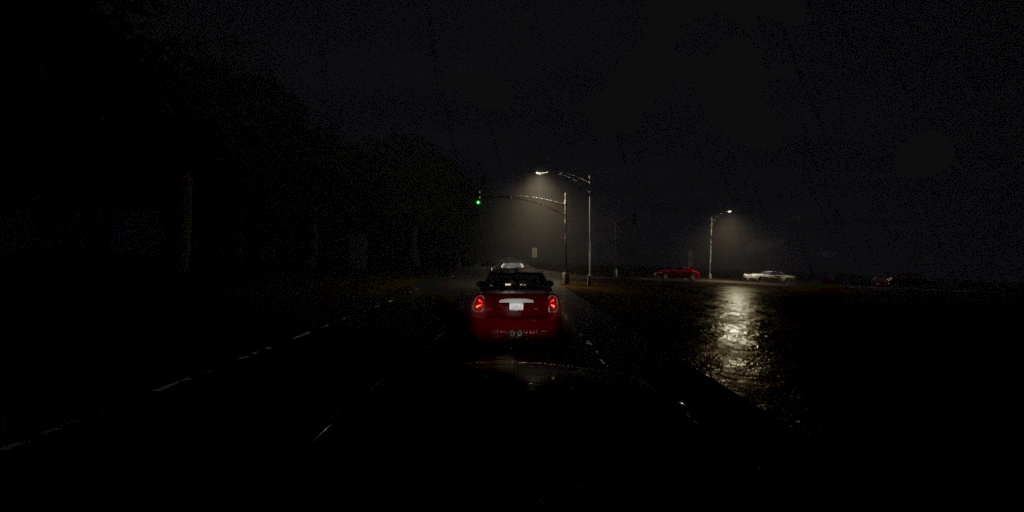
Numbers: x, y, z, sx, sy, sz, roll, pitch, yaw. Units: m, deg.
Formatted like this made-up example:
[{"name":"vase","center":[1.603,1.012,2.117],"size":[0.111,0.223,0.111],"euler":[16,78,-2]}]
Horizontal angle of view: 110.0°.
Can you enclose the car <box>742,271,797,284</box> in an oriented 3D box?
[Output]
[{"name":"car","center":[27.457,2.233,38.383],"size":[4.718,1.301,1.895],"euler":[2,0,0]}]

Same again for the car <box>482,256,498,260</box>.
[{"name":"car","center":[-3.659,0.953,55.872],"size":[1.994,1.385,4.181],"euler":[0,0,0]}]

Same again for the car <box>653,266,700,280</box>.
[{"name":"car","center":[17.580,1.800,38.344],"size":[4.674,1.442,1.812],"euler":[2,0,-1]}]

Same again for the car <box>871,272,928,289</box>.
[{"name":"car","center":[41.434,2.500,38.405],"size":[4.553,1.767,2.097],"euler":[2,0,-1]}]

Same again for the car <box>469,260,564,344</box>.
[{"name":"car","center":[0.089,1.088,9.728],"size":[2.097,1.767,4.553],"euler":[0,0,0]}]
